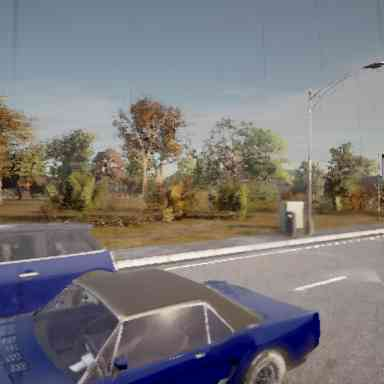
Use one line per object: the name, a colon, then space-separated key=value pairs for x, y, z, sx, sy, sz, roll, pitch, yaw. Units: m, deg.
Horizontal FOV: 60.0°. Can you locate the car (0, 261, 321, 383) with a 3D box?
car: x=-0.864 y=1.605 z=3.350 sx=4.718 sy=1.301 sz=1.895 roll=0 pitch=0 yaw=-35

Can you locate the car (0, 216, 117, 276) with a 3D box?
car: x=-3.575 y=1.354 z=5.715 sx=4.553 sy=1.767 sz=2.097 roll=1 pitch=0 yaw=-35
